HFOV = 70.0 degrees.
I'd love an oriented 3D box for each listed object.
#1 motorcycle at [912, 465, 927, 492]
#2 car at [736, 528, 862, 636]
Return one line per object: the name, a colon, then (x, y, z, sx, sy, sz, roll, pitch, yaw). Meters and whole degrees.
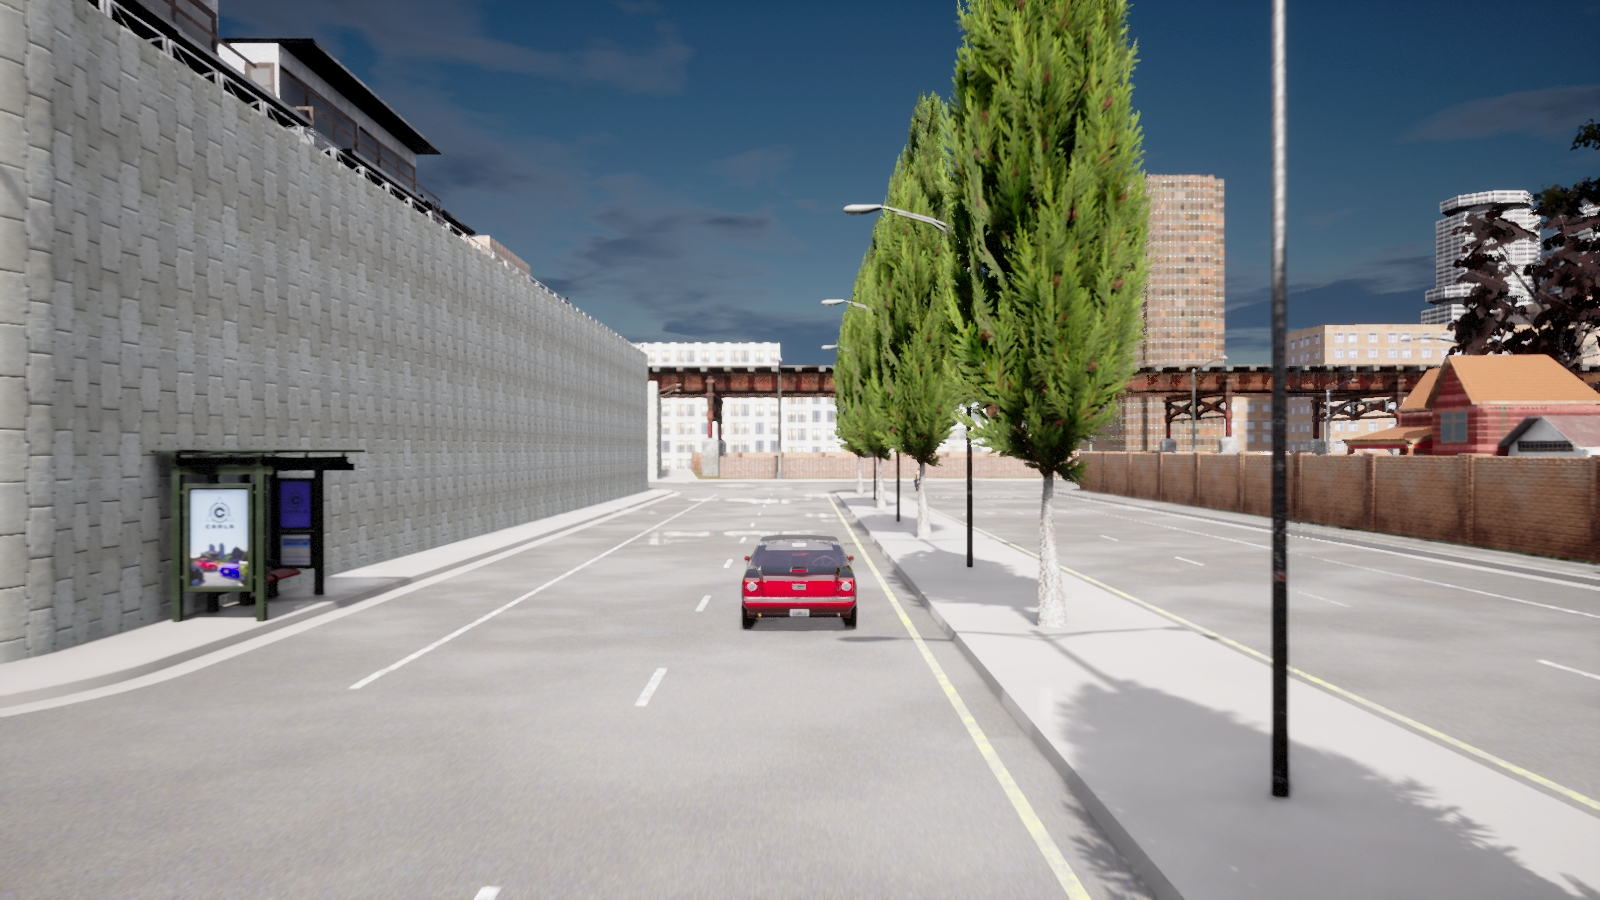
motorcycle: (7.983, 1.888, 76.650, 0.764, 1.802, 2.356, 0, 0, 0)
car: (-0.015, 2.155, 19.630, 1.895, 1.301, 4.718, 0, 0, 0)
